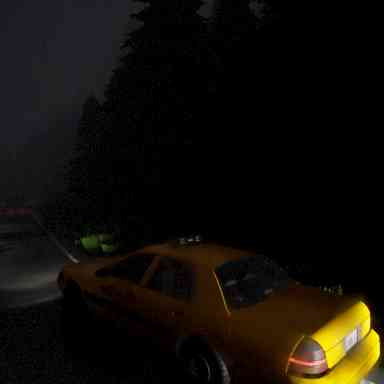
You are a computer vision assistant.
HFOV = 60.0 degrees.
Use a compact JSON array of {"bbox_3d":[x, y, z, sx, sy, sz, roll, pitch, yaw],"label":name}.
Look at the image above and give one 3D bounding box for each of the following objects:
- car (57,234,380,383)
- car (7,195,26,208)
[{"bbox_3d":[-0.256,1.417,5.086,5.366,1.575,1.801,1,1,44],"label":"car"},{"bbox_3d":[-21.133,1.058,40.064,2.128,1.511,4.902,-2,2,-26],"label":"car"}]
